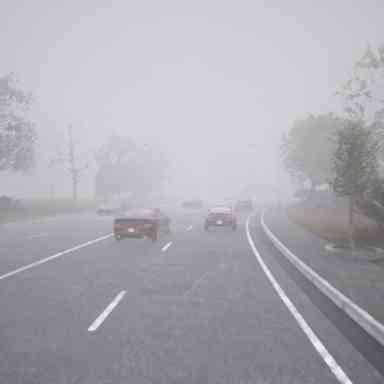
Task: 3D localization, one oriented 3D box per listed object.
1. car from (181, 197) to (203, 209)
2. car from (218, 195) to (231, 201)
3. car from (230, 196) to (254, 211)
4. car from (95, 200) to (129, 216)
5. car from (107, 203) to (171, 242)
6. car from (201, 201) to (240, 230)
[{"bbox_3d":[0.066,1.415,44.386,1.882,1.535,5.008,0,0,18],"label":"car"},{"bbox_3d":[7.222,1.405,70.507,1.837,1.490,4.892,0,0,28],"label":"car"},{"bbox_3d":[6.522,1.466,40.966,2.128,1.511,4.902,0,0,17],"label":"car"},{"bbox_3d":[-7.061,1.476,31.412,2.033,1.411,5.357,0,0,12],"label":"car"},{"bbox_3d":[-2.278,1.449,16.390,1.882,1.535,5.008,0,0,6],"label":"car"},{"bbox_3d":[1.870,1.507,20.787,1.812,1.442,4.674,0,0,8],"label":"car"}]
